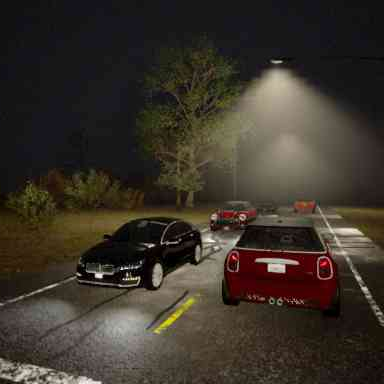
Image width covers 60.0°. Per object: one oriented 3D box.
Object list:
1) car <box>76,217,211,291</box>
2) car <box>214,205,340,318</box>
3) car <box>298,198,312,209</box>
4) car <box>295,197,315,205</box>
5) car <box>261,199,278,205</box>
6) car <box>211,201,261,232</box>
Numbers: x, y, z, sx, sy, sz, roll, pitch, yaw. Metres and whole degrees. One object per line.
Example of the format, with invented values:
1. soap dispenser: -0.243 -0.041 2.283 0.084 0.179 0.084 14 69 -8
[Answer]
1. car: -1.134 1.506 9.276 1.837 1.490 4.892 0 0 20
2. car: 2.187 1.353 7.826 2.097 1.767 4.553 0 0 19
3. car: 15.881 1.538 46.584 1.812 1.442 4.674 0 0 19
4. car: 12.683 1.360 37.363 2.097 1.767 4.553 0 0 20
5. car: 8.013 1.485 35.019 1.882 1.535 5.008 0 0 20
6. car: 2.580 1.359 19.736 2.097 1.767 4.553 0 0 19
